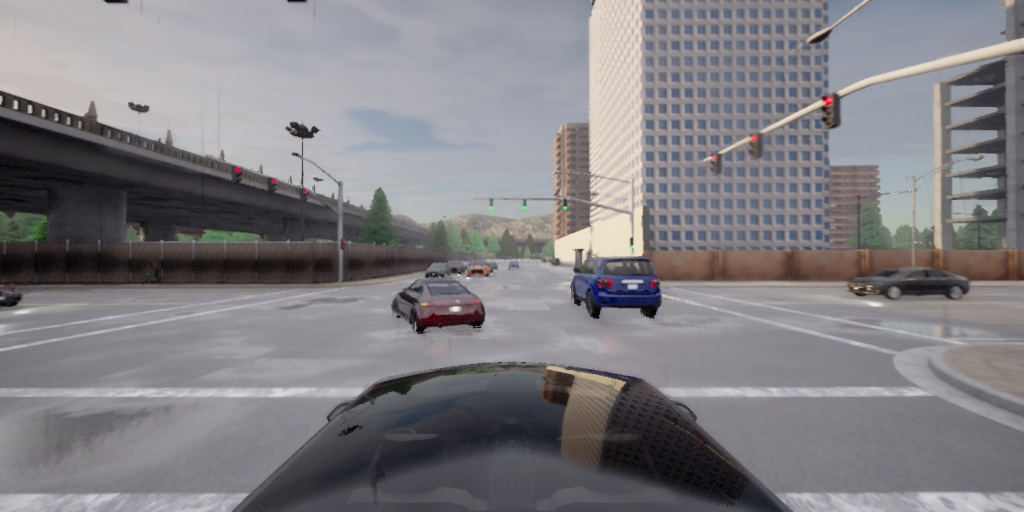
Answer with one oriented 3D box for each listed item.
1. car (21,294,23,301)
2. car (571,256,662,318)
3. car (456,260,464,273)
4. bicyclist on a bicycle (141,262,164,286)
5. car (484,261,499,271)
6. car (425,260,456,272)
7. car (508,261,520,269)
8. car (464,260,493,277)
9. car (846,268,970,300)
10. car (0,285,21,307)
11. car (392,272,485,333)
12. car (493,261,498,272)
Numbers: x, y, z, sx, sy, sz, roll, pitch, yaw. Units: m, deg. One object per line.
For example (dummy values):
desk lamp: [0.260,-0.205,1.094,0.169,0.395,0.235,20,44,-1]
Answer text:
car: [-22.523,1.415,14.152,4.674,1.442,1.812,0,0,0]
car: [3.675,1.039,13.553,2.150,2.045,5.566,0,0,0]
car: [-6.856,1.265,42.943,2.097,1.767,4.553,0,0,0]
bicyclist on a bicycle: [-25.162,1.235,25.124,0.582,1.620,1.656,0,0,0]
car: [-3.213,1.519,56.157,1.994,1.385,4.181,0,0,1]
car: [-6.908,1.385,34.059,1.837,1.490,4.892,0,0,0]
car: [0.358,1.525,63.781,2.033,1.411,5.357,0,0,0]
car: [-3.385,1.238,37.182,2.097,1.767,4.553,0,0,0]
car: [19.403,1.336,17.690,4.892,1.490,1.837,0,0,0]
car: [-18.539,1.361,10.619,4.902,1.511,2.128,0,0,0]
car: [-2.429,1.383,11.292,1.994,1.385,4.181,0,0,-28]
car: [-3.330,1.411,46.254,2.128,1.511,4.902,0,0,1]
